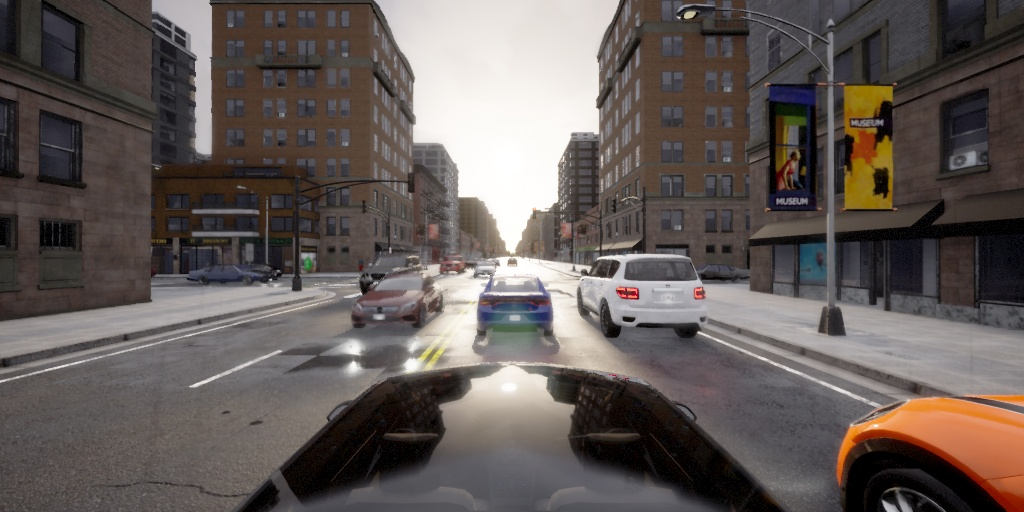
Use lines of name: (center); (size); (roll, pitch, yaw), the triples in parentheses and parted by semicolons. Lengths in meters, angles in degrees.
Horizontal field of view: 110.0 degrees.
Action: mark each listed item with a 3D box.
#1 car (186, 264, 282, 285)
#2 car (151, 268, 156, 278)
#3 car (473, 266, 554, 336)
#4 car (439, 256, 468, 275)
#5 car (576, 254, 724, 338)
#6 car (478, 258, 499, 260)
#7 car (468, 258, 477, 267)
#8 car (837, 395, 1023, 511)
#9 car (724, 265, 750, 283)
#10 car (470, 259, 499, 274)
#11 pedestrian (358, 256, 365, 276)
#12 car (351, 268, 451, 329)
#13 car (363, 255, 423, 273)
car: (-19.642, 1.290, 25.257); (5.357, 1.411, 2.033); (0, 0, 0)
car: (-33.140, 1.343, 30.815); (4.207, 1.307, 1.802); (0, 0, 0)
car: (0.083, 1.228, 10.467); (1.882, 1.535, 5.008); (0, 0, 0)
car: (-6.596, 0.971, 40.151); (2.150, 2.045, 5.566); (0, 0, 0)
car: (3.334, 0.972, 10.328); (2.150, 2.045, 5.566); (0, 0, 0)
car: (-3.333, 1.238, 49.946); (2.128, 1.511, 4.902); (0, 0, 0)
car: (-6.573, 1.097, 58.789); (2.097, 1.767, 4.553); (0, 0, 0)
car: (3.344, 1.102, 0.618); (2.097, 1.767, 4.553); (0, 0, 0)
car: (15.848, 1.338, 28.364); (5.357, 1.411, 2.033); (0, 0, 0)
car: (-2.738, 1.278, 34.462); (1.812, 1.442, 4.674); (0, 0, -10)
pedestrian: (-14.134, 0.919, 33.590); (0.375, 1.860, 0.375); (0, 0, 0)
car: (-3.347, 1.276, 11.365); (1.812, 1.442, 4.674); (0, 0, 0)
car: (-6.596, 0.964, 20.324); (2.150, 2.045, 5.566); (0, 0, 0)
